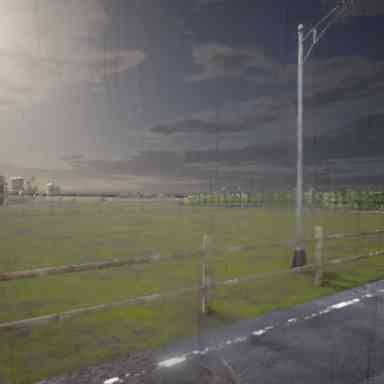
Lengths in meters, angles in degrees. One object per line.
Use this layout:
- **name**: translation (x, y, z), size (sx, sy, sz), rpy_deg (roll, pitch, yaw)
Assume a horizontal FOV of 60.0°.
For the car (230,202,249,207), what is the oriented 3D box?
- **car**: translation (11.688, 3.298, 82.901), size (2.033, 1.411, 5.357), rpy_deg (2, -2, -35)
